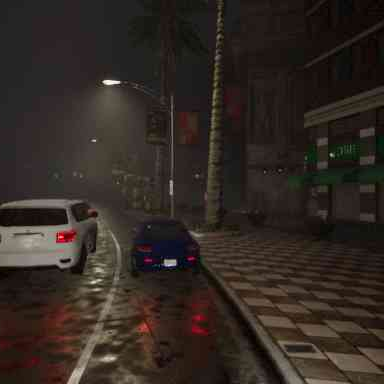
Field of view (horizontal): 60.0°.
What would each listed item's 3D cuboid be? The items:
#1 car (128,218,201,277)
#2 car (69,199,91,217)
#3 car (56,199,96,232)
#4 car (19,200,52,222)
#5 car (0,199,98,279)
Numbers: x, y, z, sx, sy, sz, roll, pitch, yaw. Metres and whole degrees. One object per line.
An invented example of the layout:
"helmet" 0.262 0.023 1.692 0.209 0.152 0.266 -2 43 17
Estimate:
"car" -0.947 1.524 10.194 1.812 1.442 4.674 0 0 -11
"car" -10.815 1.468 32.257 1.882 1.535 5.008 0 0 -18
"car" -7.137 1.345 20.814 2.097 1.767 4.553 0 0 -16
"car" -12.990 1.466 27.895 1.882 1.535 5.008 0 0 -18
"car" -4.254 1.221 10.308 2.150 2.045 5.566 0 0 -10
